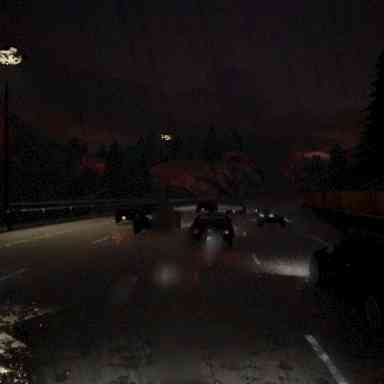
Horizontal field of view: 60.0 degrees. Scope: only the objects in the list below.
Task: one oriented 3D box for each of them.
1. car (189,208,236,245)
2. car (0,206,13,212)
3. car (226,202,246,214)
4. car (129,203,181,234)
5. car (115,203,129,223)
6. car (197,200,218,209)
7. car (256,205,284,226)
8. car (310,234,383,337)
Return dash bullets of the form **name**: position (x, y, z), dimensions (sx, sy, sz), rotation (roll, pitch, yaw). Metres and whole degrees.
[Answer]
- **car**: position (1.016, 1.677, 15.893), dimensions (1.895, 1.301, 4.718), rotation (0, 0, 6)
- **car**: position (-15.555, 1.680, 25.257), dimensions (1.994, 1.385, 4.181), rotation (0, 0, 9)
- **car**: position (5.028, 1.781, 37.582), dimensions (1.895, 1.301, 4.718), rotation (0, 0, 14)
- **car**: position (-1.950, 1.447, 20.086), dimensions (2.097, 1.767, 4.553), rotation (0, 0, 7)
- **car**: position (-4.531, 1.630, 26.489), dimensions (1.837, 1.490, 4.892), rotation (0, 0, 10)
- **car**: position (1.850, 1.691, 39.180), dimensions (1.837, 1.490, 4.892), rotation (0, 0, 15)
- **car**: position (5.799, 1.667, 24.886), dimensions (2.033, 1.411, 5.357), rotation (0, 0, 10)
- **car**: position (3.823, 1.558, 6.519), dimensions (1.812, 1.442, 4.674), rotation (0, 0, 2)
